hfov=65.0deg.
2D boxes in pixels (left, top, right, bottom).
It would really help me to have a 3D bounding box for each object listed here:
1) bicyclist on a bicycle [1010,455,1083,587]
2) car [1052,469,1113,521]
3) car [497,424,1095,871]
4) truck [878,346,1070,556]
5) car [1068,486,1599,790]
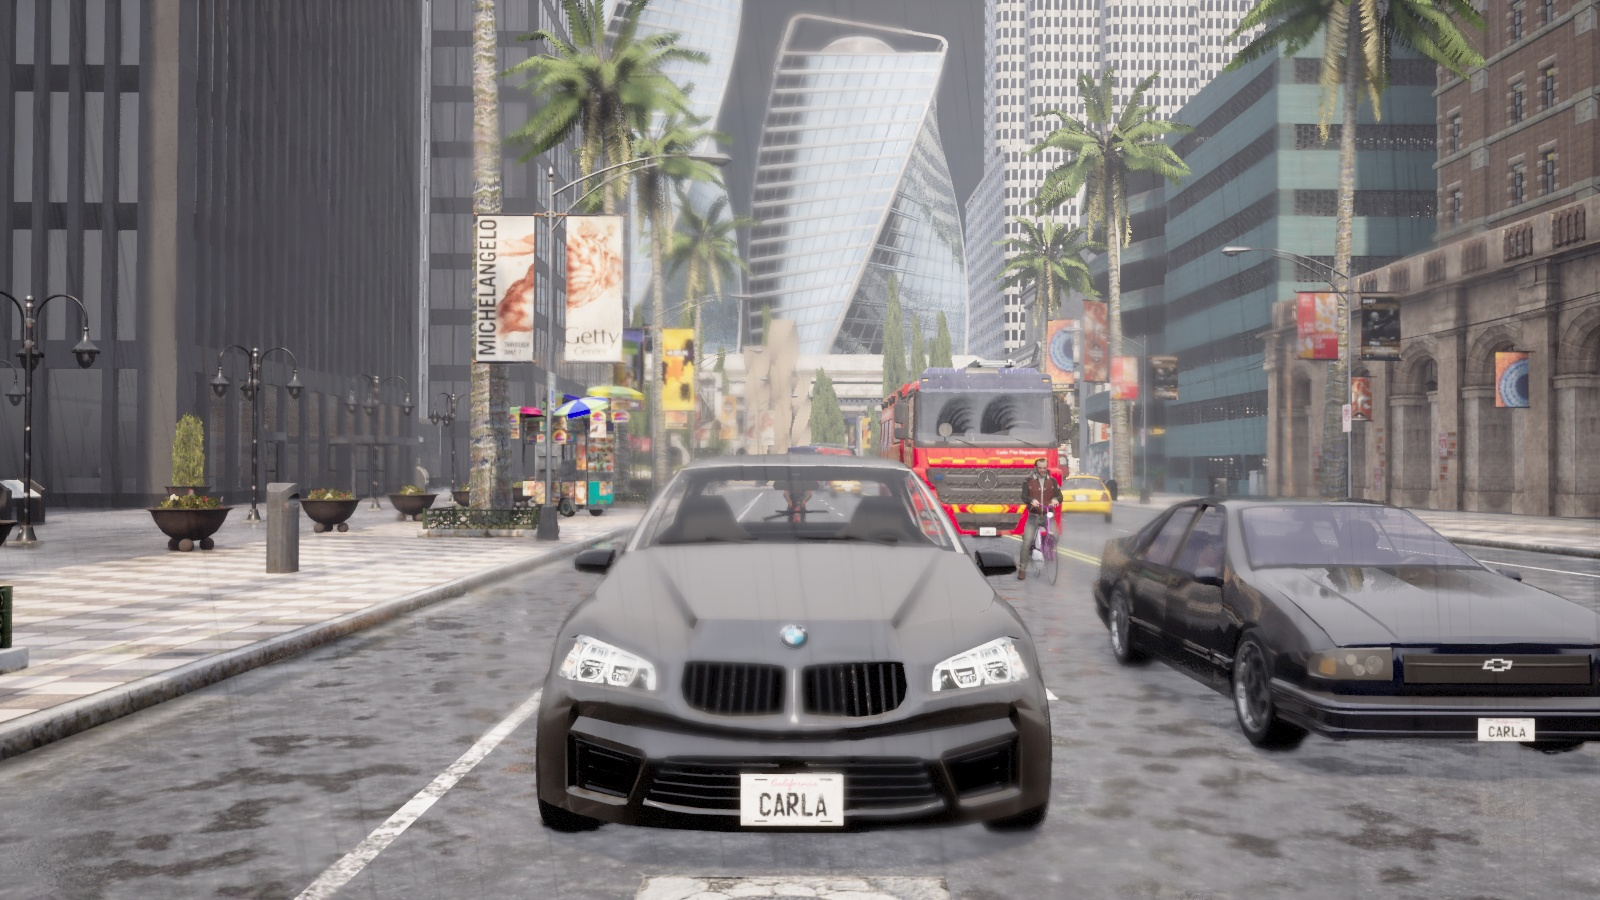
[{"bbox_3d":[3.458,0.969,17.742,0.659,1.776,1.843,0,-1,0],"label":"bicyclist on a bicycle"},{"bbox_3d":[9.159,1.396,40.547,1.801,1.575,5.366,0,-1,14],"label":"car"},{"bbox_3d":[-0.018,0.777,7.026,2.242,1.667,4.611,0,-1,0],"label":"car"},{"bbox_3d":[3.446,0.092,27.189,2.891,3.827,8.468,0,-1,0],"label":"truck"},{"bbox_3d":[3.478,0.996,8.825,2.033,1.411,5.357,0,-1,0],"label":"car"}]
